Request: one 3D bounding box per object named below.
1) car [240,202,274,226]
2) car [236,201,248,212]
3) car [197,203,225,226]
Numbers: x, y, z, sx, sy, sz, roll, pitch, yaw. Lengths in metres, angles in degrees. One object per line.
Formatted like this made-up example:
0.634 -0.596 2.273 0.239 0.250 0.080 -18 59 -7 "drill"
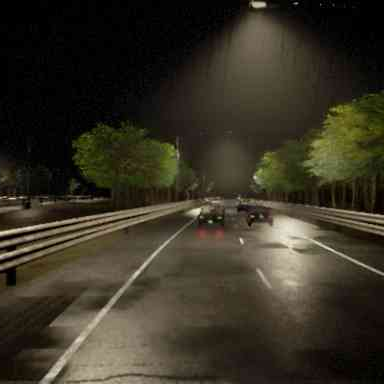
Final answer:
5.053 1.757 25.453 2.033 1.411 5.357 0 0 6 "car"
6.953 1.932 44.502 1.994 1.385 4.181 0 0 6 "car"
1.484 1.783 24.955 1.895 1.301 4.718 0 0 6 "car"
